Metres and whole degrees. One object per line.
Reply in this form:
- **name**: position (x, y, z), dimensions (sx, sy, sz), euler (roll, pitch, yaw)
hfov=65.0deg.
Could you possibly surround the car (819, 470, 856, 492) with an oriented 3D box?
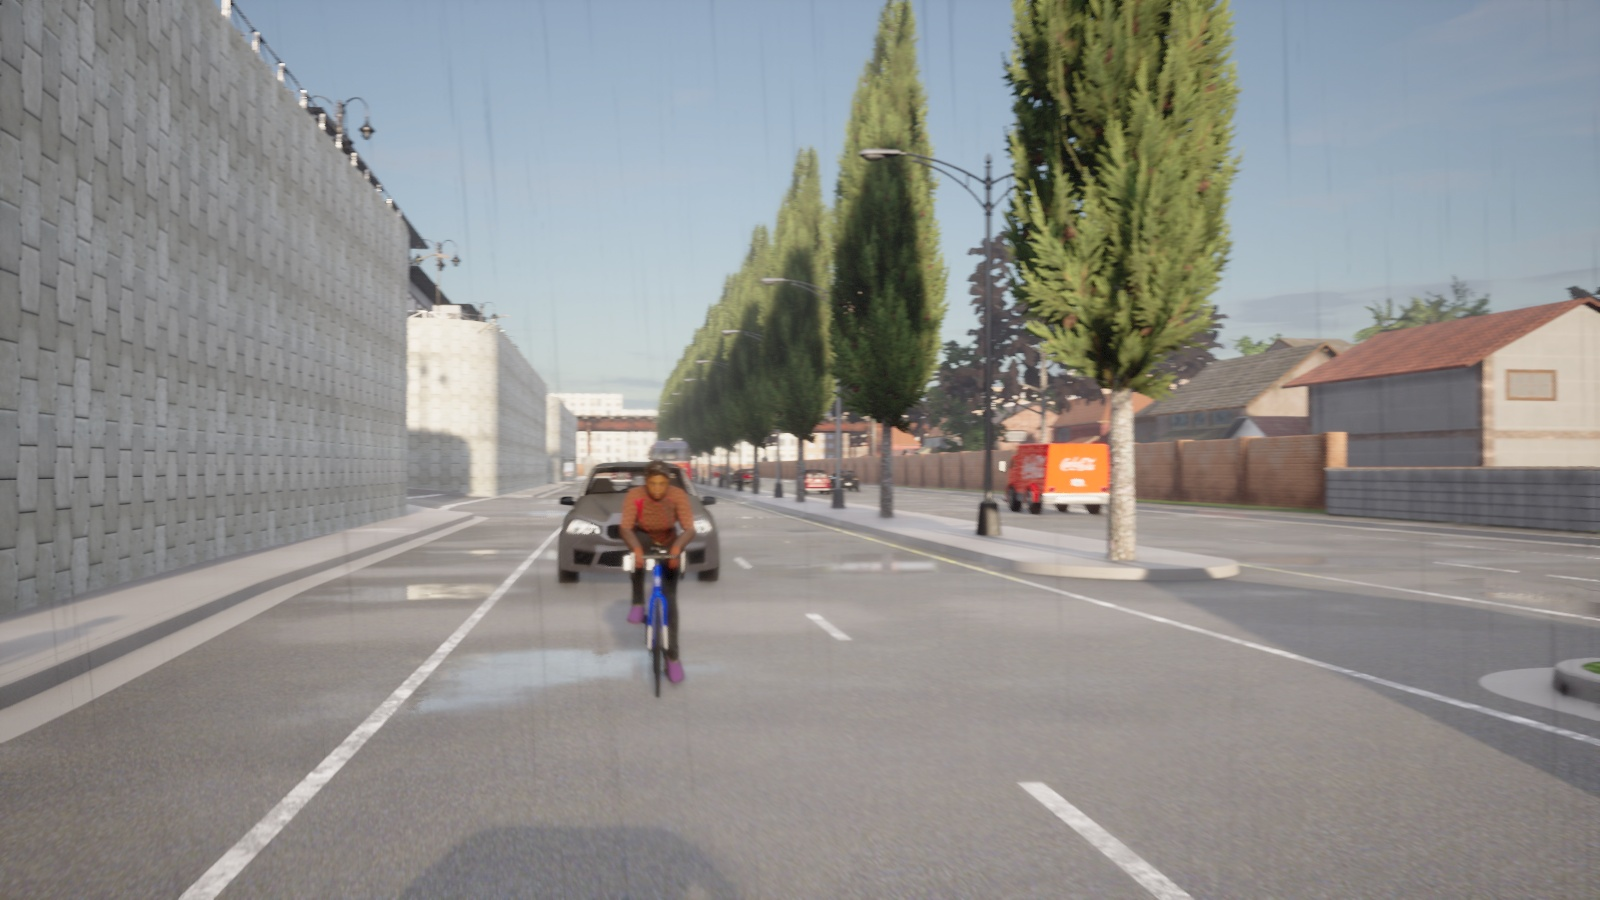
- **car**: position (2.575, 2.106, 86.219), dimensions (1.816, 1.474, 4.193), euler (0, -1, -9)

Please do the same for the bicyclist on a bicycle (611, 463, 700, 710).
- **bicyclist on a bicycle**: position (-1.073, 0.910, 9.156), dimensions (0.582, 1.620, 1.656), euler (0, 0, -8)

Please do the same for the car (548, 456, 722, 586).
- **car**: position (-2.475, 0.953, 18.627), dimensions (2.242, 1.667, 4.611), euler (0, -1, -9)

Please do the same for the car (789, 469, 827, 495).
- **car**: position (0.465, 1.941, 76.673), dimensions (1.789, 1.549, 3.705), euler (0, -1, -9)

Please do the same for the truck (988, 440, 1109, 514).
- **truck**: position (8.765, 0.942, 44.851), dimensions (2.627, 2.467, 5.204), euler (0, -1, -9)

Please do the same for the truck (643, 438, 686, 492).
- **truck**: position (-10.211, 1.128, 93.924), dimensions (2.891, 3.827, 8.468), euler (0, -1, -9)
